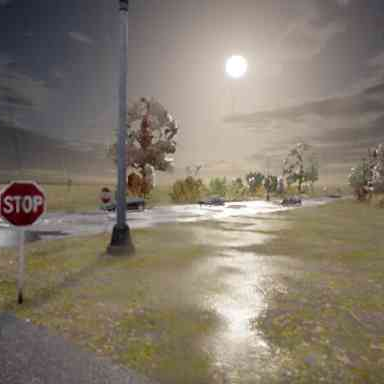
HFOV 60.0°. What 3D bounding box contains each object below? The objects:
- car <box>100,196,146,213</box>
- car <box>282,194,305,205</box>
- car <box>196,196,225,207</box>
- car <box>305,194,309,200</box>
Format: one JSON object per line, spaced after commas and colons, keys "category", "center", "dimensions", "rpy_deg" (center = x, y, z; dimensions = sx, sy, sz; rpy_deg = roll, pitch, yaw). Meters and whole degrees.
{"category": "car", "center": [-6.636, 1.171, 32.374], "dimensions": [1.882, 1.535, 5.008], "rpy_deg": [1, 2, 34]}
{"category": "car", "center": [16.321, 1.212, 54.169], "dimensions": [2.097, 1.767, 4.553], "rpy_deg": [1, 1, 32]}
{"category": "car", "center": [2.722, 1.262, 46.349], "dimensions": [2.033, 1.411, 5.357], "rpy_deg": [1, 1, 34]}
{"category": "car", "center": [28.093, 1.240, 84.201], "dimensions": [1.882, 1.535, 5.008], "rpy_deg": [1, 1, 34]}
